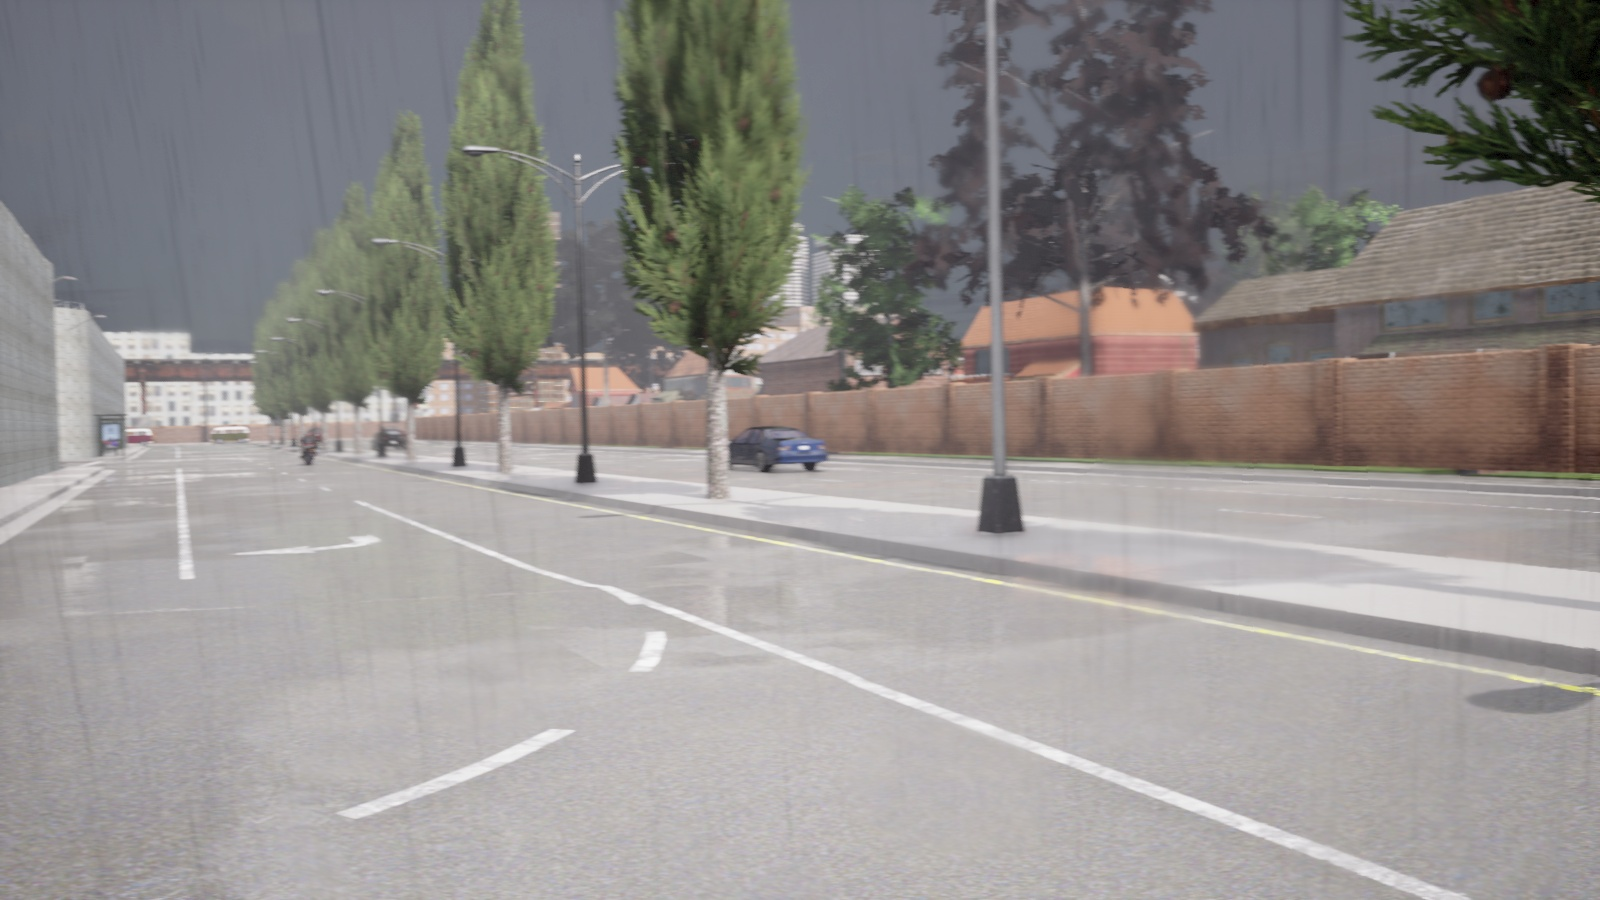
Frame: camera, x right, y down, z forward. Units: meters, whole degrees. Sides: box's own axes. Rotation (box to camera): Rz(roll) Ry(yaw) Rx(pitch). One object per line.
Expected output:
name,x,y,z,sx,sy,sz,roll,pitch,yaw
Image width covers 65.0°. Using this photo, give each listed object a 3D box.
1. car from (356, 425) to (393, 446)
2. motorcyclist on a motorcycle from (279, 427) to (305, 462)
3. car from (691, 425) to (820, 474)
car,-29.708,-1.025,87.583,1.812,1.442,4.674,-1,2,-27
motorcyclist on a motorcycle,-22.909,-0.281,56.610,0.866,1.530,2.191,-1,2,-27
car,-1.518,-0.080,39.942,2.033,1.411,5.357,-1,2,-27
